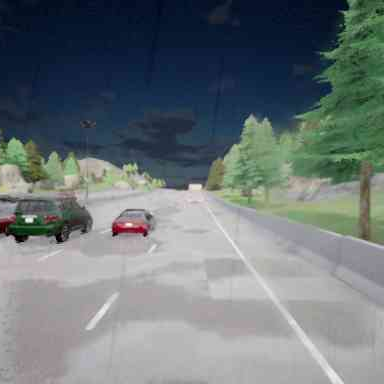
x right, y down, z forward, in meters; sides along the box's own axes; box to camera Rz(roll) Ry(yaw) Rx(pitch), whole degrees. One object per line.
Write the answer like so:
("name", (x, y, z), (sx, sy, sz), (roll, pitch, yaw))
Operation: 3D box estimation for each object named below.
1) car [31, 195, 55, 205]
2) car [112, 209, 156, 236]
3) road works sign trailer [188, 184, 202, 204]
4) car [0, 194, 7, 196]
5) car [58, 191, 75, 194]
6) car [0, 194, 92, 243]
("car", (-24.012, 1.253, 53.808), (1.994, 1.385, 4.181), (1, 1, 1))
("car", (-3.229, 1.651, 19.109), (1.994, 1.385, 4.181), (1, 0, 1))
("road works sign trailer", (0.611, 0.286, 59.227), (2.380, 3.560, 2.880), (1, 1, 0))
("car", (-30.999, 1.131, 53.840), (1.837, 1.490, 4.892), (1, 1, 1))
("car", (-20.507, 0.942, 53.690), (2.150, 2.045, 5.566), (1, 1, 1))
("car", (-6.752, 1.273, 16.525), (2.150, 2.045, 5.566), (1, 0, 1))
